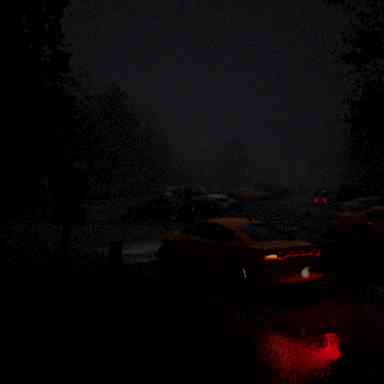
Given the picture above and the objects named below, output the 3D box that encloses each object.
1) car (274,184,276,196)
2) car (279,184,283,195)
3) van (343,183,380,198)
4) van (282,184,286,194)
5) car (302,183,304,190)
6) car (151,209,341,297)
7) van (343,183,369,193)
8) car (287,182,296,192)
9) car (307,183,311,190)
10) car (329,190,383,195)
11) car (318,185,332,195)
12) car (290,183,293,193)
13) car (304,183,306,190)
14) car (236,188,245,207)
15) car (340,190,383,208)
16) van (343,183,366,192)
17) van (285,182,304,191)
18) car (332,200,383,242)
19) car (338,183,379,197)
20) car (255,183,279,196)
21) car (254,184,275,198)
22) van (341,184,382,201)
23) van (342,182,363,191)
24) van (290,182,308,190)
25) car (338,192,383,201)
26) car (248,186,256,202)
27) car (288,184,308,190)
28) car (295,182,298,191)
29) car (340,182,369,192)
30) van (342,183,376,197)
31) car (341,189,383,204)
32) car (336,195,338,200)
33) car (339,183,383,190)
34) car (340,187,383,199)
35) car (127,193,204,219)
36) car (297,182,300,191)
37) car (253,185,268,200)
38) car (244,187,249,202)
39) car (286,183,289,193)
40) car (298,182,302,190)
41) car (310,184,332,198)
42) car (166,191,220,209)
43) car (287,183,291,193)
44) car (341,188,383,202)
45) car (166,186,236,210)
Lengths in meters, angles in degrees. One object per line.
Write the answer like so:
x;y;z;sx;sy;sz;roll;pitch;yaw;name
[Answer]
8.334;0.085;44.805;4.892;1.521;2.231;1;3;24;car
10.666;-0.063;49.843;4.792;1.488;2.163;1;2;24;car
23.771;-0.190;46.845;4.442;1.987;1.878;1;2;24;van
11.896;-0.401;52.324;4.442;1.987;1.878;1;2;24;van
22.108;-1.062;75.118;4.553;1.767;2.185;1;2;24;car
0.899;1.395;8.505;1.882;1.535;5.008;2;-1;-31;car
31.854;-0.783;64.600;4.442;1.987;1.878;1;2;24;van
16.219;-0.521;62.559;5.366;1.575;1.946;1;2;24;car
26.761;-1.524;85.192;5.566;2.045;2.435;1;2;24;car
13.175;0.917;24.312;5.366;1.575;1.946;1;3;24;car
22.685;-0.306;56.670;1.882;1.535;5.008;1;2;24;car
15.212;-0.401;59.970;4.792;1.488;2.163;1;2;24;car
23.281;-1.021;77.638;5.008;1.535;2.097;1;2;24;car
1.615;0.714;29.588;5.366;1.575;1.946;1;3;24;car
16.759;0.628;31.804;4.792;1.488;2.163;1;3;24;car
36.443;-1.119;74.680;4.442;1.987;1.878;1;2;24;van
25.480;-1.416;82.727;4.442;1.987;1.878;1;2;24;van
8.802;1.351;14.273;5.008;1.535;2.097;1;3;24;car
25.934;-0.386;51.944;5.566;2.045;2.435;1;2;24;car
9.520;-0.132;47.314;4.553;1.767;2.185;1;2;24;car
7.363;0.180;42.209;5.366;1.575;1.946;1;3;24;car
21.266;-0.023;41.884;4.442;1.987;1.878;1;2;24;van
38.528;-1.291;79.824;4.442;1.987;1.878;1;2;24;van
28.922;-1.595;90.291;4.442;1.987;1.878;1;1;24;van
9.983;1.118;16.773;4.553;1.767;2.185;1;3;24;car
3.577;0.491;34.790;5.366;1.575;1.946;1;3;24;car
27.900;-1.297;87.703;4.792;1.488;2.163;1;2;24;car
17.543;-0.598;65.005;4.892;1.521;2.231;1;2;24;car
35.163;-1.063;72.219;5.566;2.045;2.435;1;2;24;car
24.706;-0.278;49.462;4.442;1.987;1.878;1;2;24;van
19.157;0.416;36.932;4.792;1.488;2.163;1;3;24;car
11.023;1.169;19.210;4.792;1.488;2.163;1;3;24;car
15.664;0.456;29.250;5.566;2.045;2.435;1;3;24;car
22.522;0.117;44.379;5.008;1.535;2.097;1;2;24;car
-2.029;1.068;22.104;4.792;1.488;2.163;1;3;24;car
18.682;-0.682;67.536;4.892;1.521;2.231;1;2;24;car
5.926;0.272;39.950;5.366;1.575;1.946;1;3;24;car
2.602;0.607;32.187;4.892;1.521;2.231;1;3;24;car
12.912;-0.233;54.919;4.792;1.488;2.163;1;2;24;car
19.668;-0.773;70.135;5.366;1.575;1.946;1;2;24;car
18.420;0.021;47.303;2.128;1.511;4.902;1;2;24;car
-0.848;0.931;24.613;5.008;1.535;2.097;1;3;24;car
14.062;-0.317;57.444;4.792;1.488;2.163;1;2;24;car
20.251;0.324;39.333;4.792;1.488;2.163;1;2;24;car
0.322;0.572;27.118;5.566;2.045;2.435;1;3;24;car
